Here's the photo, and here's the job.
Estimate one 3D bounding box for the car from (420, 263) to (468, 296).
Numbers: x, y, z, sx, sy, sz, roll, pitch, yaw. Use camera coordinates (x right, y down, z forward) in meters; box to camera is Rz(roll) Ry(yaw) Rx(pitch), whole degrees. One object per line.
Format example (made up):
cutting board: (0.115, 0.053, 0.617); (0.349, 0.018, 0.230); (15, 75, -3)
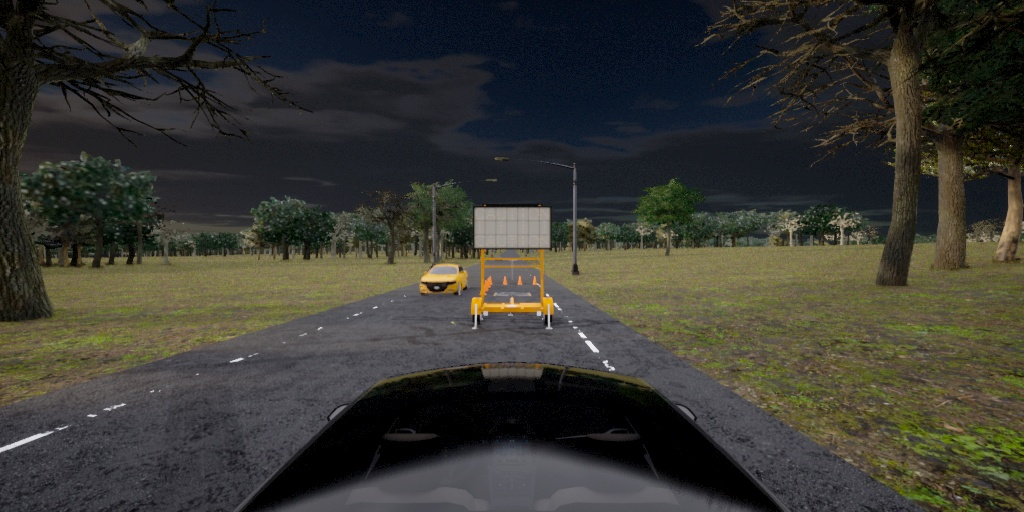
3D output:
car: (-3.479, 1.180, 19.070); (1.882, 1.535, 5.008); (0, 0, 0)

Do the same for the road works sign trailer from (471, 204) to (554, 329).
road works sign trailer: (0.011, 0.197, 11.139); (2.380, 3.560, 2.880); (0, 0, 0)
